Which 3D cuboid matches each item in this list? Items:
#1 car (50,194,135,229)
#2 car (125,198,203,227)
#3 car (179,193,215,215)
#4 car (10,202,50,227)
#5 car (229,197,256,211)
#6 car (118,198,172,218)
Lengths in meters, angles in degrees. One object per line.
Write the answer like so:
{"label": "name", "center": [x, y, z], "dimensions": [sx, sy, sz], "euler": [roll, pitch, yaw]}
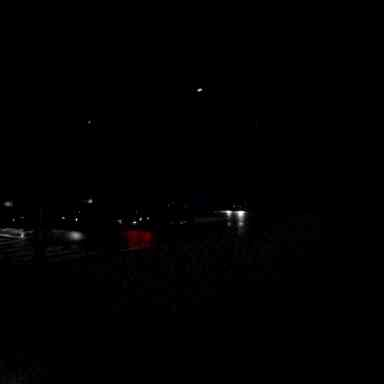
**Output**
{"label": "car", "center": [-5.999, 1.160, 21.877], "dimensions": [2.150, 2.045, 5.566], "euler": [0, 0, 35]}
{"label": "car", "center": [-1.684, 1.413, 21.995], "dimensions": [2.128, 1.511, 4.902], "euler": [0, 0, 35]}
{"label": "car", "center": [0.005, 1.116, 30.326], "dimensions": [2.150, 2.045, 5.566], "euler": [0, 0, 35]}
{"label": "car", "center": [-9.584, 1.456, 22.446], "dimensions": [1.837, 1.490, 4.892], "euler": [0, 0, 35]}
{"label": "car", "center": [6.070, 1.355, 38.850], "dimensions": [1.837, 1.490, 4.892], "euler": [0, 0, 36]}
{"label": "car", "center": [-4.117, 1.389, 30.139], "dimensions": [1.882, 1.535, 5.008], "euler": [0, 0, 35]}
